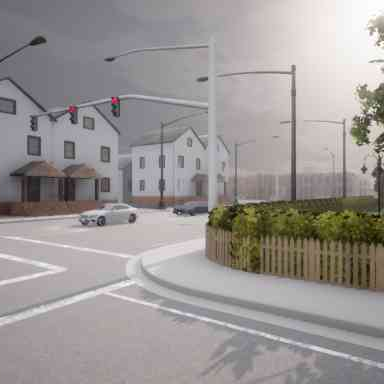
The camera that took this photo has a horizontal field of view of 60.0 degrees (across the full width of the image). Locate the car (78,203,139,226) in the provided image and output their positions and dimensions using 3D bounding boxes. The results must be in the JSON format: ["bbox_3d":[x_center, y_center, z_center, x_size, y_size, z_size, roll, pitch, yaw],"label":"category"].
[{"bbox_3d":[-5.729,1.526,23.473,1.812,1.442,4.674,0,0,35],"label":"car"}]

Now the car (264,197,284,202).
[{"bbox_3d":[12.195,1.492,49.312,2.128,1.511,4.902,0,0,35],"label":"car"}]

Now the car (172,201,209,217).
[{"bbox_3d":[0.335,1.547,32.254,2.033,1.411,5.357,0,0,35],"label":"car"}]
